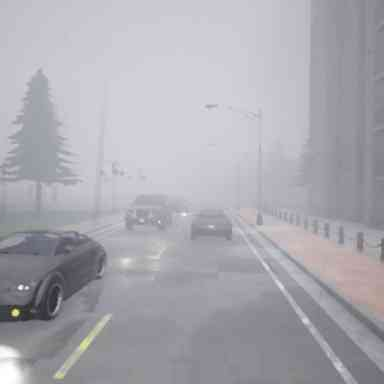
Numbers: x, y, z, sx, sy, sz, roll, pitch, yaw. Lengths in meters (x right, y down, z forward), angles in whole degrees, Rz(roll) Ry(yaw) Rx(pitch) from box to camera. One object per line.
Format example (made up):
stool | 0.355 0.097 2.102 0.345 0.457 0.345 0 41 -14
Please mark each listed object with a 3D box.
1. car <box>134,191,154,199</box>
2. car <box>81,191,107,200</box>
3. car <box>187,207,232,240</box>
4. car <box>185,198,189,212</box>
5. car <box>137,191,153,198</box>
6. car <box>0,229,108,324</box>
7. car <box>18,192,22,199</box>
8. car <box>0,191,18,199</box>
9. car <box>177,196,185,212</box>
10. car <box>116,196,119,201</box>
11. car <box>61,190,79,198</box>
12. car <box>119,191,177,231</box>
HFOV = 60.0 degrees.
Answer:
car | -12.433 0.778 86.310 4.605 1.855 1.932 1 0 3
car | -20.866 0.988 71.161 3.806 1.475 1.970 1 0 3
car | 0.994 1.542 17.112 1.994 1.385 4.181 1 0 3
car | -1.522 1.257 36.671 2.097 1.767 4.553 1 0 4
car | -12.679 0.748 89.234 3.866 1.878 1.905 1 0 3
car | -3.276 1.508 7.067 1.994 1.385 4.181 1 0 3
car | -39.491 0.693 72.365 5.027 1.636 2.152 1 0 3
car | -39.617 0.707 69.230 4.514 1.523 2.007 1 0 3
car | -1.959 1.085 28.364 1.994 1.385 4.181 1 0 3
car | -13.627 1.077 67.765 3.633 1.501 1.845 1 0 3
car | -31.159 0.766 83.757 3.633 1.501 1.845 1 0 3
car | -2.503 1.146 20.514 2.150 2.045 5.566 1 0 3
